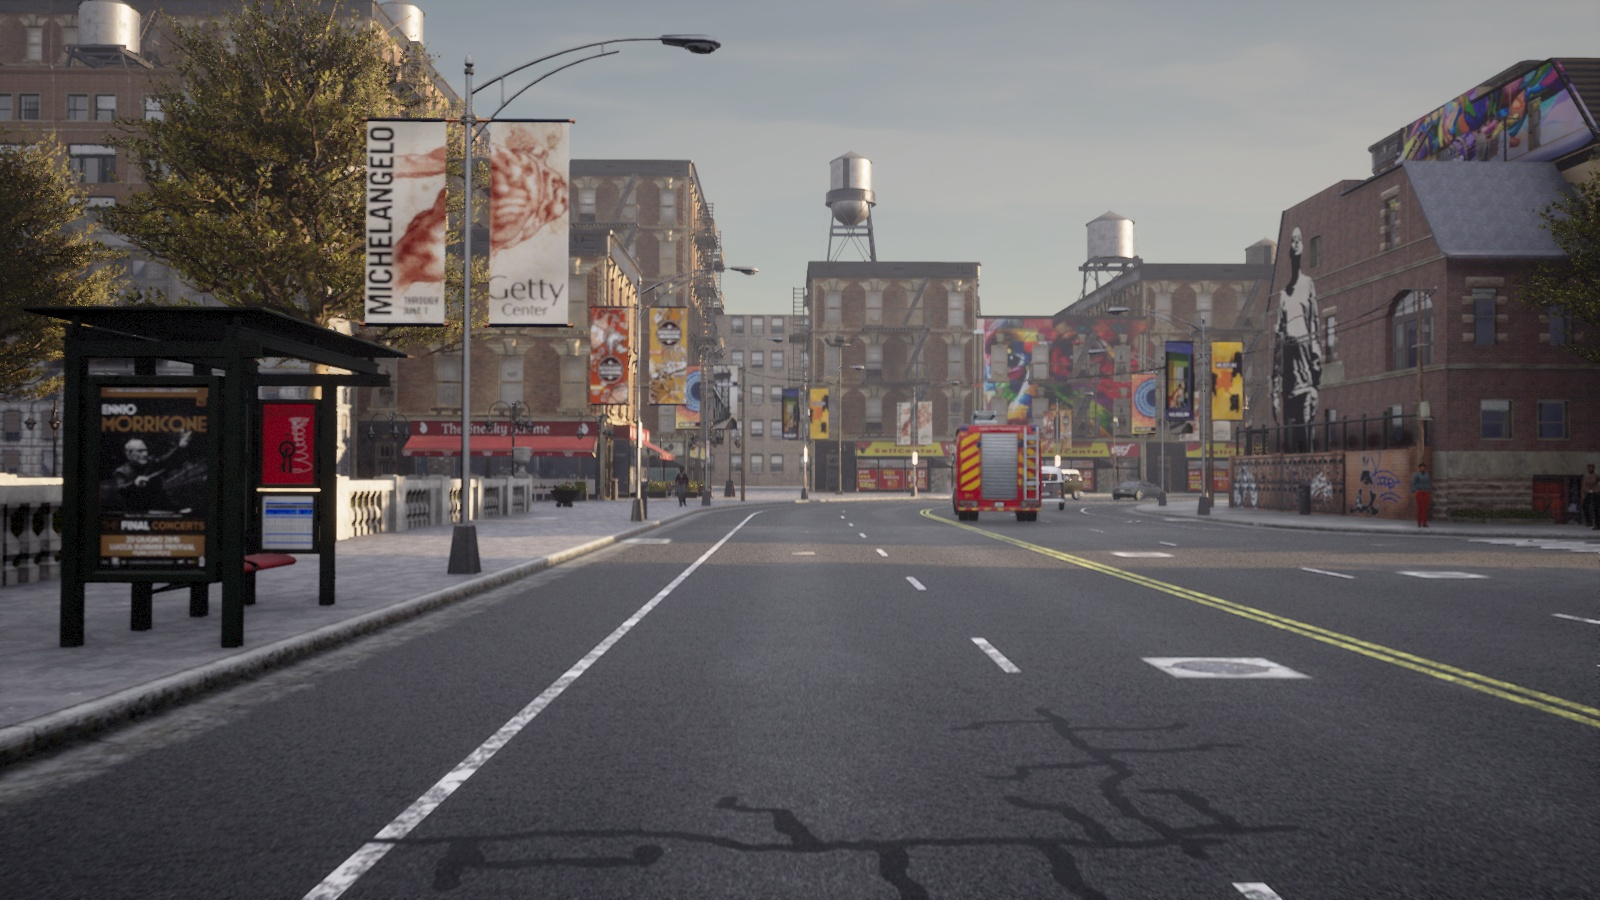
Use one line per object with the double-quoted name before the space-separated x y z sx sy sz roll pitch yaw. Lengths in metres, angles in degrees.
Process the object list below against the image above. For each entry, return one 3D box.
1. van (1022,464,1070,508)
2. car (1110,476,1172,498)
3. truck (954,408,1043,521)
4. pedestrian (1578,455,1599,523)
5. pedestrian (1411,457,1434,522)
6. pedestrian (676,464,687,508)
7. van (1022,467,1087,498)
"van" 11.848 1.697 60.338 2.069 2.038 4.480 -1 -1 13
"car" 22.906 2.469 84.292 4.181 1.385 1.994 1 -2 -40
"truck" 7.265 0.562 46.989 2.891 3.827 8.468 0 -1 7
"pedestrian" 21.716 1.076 34.479 0.634 1.846 0.331 0 -1 -29
"pedestrian" 17.731 1.117 35.768 0.353 1.847 0.614 0 -1 3
"pedestrian" -5.242 1.607 55.715 0.402 1.930 0.666 0 -1 2
"van" 16.951 2.140 83.638 4.480 2.038 2.069 1 -2 -44
